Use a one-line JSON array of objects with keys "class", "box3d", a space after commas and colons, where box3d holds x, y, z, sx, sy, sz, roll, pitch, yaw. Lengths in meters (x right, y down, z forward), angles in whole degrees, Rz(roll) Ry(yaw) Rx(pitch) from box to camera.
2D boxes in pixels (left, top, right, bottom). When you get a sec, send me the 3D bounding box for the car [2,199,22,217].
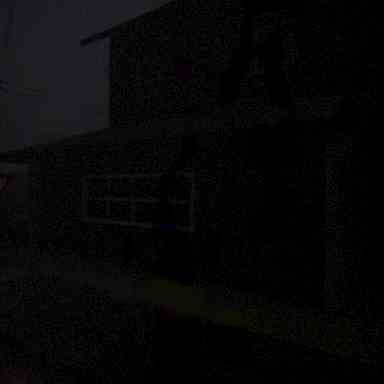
[{"class": "car", "box3d": [-14.983, 1.188, 24.015, 1.882, 1.535, 5.008, 1, 1, 37]}]
